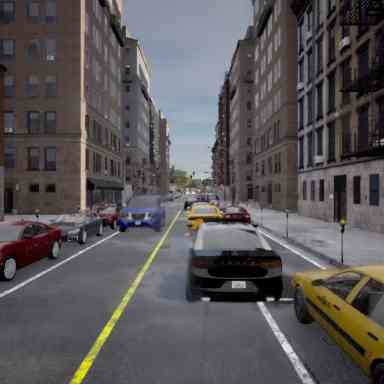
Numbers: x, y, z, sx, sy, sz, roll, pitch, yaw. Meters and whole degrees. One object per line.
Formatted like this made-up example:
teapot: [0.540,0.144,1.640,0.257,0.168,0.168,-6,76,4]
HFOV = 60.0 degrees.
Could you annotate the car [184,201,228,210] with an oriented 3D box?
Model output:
car: [0.716,1.480,18.353,1.882,1.535,5.008,0,0,2]

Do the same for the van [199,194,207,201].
van: [2.688,1.324,81.978,1.690,1.788,3.998,0,0,0]

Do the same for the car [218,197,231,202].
car: [2.635,1.437,26.868,1.967,1.590,4.097,0,0,0]

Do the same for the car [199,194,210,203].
car: [2.697,1.301,70.970,2.192,1.841,5.009,0,0,0]

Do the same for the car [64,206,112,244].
car: [-5.390,1.549,15.502,2.008,1.369,4.403,0,0,0]

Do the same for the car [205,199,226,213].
car: [2.635,1.545,38.232,2.008,1.369,4.403,0,0,0]

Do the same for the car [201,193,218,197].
car: [2.634,1.308,43.914,2.192,1.841,5.009,0,0,0]

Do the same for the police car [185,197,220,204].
police car: [0.707,1.422,24.407,1.930,1.638,5.238,0,0,-2]

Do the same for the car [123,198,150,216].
car: [-5.390,1.436,32.549,1.967,1.590,4.097,0,0,0]

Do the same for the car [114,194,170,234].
car: [-2.752,1.219,19.682,2.150,2.045,5.566,0,0,0]

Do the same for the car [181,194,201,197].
car: [0.339,1.515,51.777,1.812,1.442,4.674,0,0,23]

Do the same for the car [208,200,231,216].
car: [2.635,1.540,32.550,1.887,1.381,4.507,0,0,0]

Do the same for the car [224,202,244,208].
car: [2.635,1.542,21.185,1.887,1.381,4.507,0,0,0]

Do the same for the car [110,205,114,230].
car: [-5.390,1.542,21.185,1.887,1.381,4.507,0,0,0]

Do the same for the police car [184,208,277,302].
police car: [0.823,1.425,8.435,1.930,1.638,5.238,0,0,0]

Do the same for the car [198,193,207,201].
car: [2.683,1.296,87.482,2.192,1.841,5.009,0,0,0]

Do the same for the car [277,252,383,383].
car: [2.635,1.525,4.308,1.752,1.417,4.829,0,0,0]

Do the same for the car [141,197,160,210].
car: [-5.391,1.433,43.913,1.967,1.590,4.097,0,0,0]

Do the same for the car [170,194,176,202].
car: [-5.422,1.300,76.473,2.192,1.841,5.009,0,0,0]

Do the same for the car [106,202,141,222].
car: [-5.390,1.563,26.867,1.947,1.339,4.313,0,0,0]

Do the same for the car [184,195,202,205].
car: [0.009,1.471,42.463,1.882,1.535,5.008,0,0,0]

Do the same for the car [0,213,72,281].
car: [-5.390,1.544,9.820,1.887,1.381,4.507,0,0,0]
